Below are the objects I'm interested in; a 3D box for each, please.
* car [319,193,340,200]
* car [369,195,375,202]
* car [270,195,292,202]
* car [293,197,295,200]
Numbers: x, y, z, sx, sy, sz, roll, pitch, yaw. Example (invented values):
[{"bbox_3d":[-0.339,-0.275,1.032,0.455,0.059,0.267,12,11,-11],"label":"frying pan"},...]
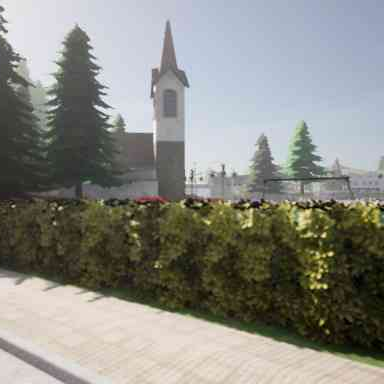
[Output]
[{"bbox_3d":[35.034,1.466,84.765,3.633,1.501,1.845,-1,0,35],"label":"car"},{"bbox_3d":[37.139,1.444,68.633,3.806,1.475,1.970,-1,0,35],"label":"car"},{"bbox_3d":[20.187,1.550,76.882,4.514,1.523,2.007,-1,0,35],"label":"car"},{"bbox_3d":[21.947,1.541,79.479,5.027,1.636,2.152,-1,0,35],"label":"car"}]
